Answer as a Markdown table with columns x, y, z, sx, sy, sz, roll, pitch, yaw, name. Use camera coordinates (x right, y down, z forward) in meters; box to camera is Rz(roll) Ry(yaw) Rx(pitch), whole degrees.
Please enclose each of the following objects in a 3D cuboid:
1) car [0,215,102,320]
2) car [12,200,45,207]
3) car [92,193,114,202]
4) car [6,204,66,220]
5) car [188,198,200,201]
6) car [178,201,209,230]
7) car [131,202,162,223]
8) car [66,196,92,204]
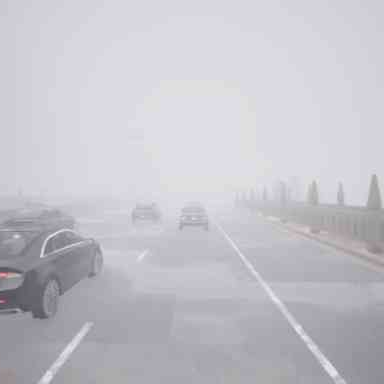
| x | y | z | sx | sy | sz | roll | pitch | yaw | name |
| --- | --- | --- | --- | --- | --- | --- | --- | --- | --- |
| -3.401 | 1.492 | 7.314 | 2.128 | 1.511 | 4.902 | 0 | 0 | 0 | car |
| -14.076 | 1.492 | 28.654 | 2.128 | 1.511 | 4.902 | 0 | 0 | 0 | car |
| -15.733 | 1.276 | 59.084 | 2.150 | 2.045 | 5.566 | 0 | 0 | 11 | car |
| -6.899 | 1.505 | 15.531 | 1.837 | 1.490 | 4.892 | 0 | 0 | 0 | car |
| 0.235 | 1.527 | 42.540 | 1.812 | 1.442 | 4.674 | 0 | 0 | 2 | car |
| 0.102 | 1.548 | 21.312 | 2.033 | 1.411 | 5.357 | 0 | 0 | 0 | car |
| -3.398 | 1.492 | 25.461 | 2.128 | 1.511 | 4.902 | 0 | 0 | 0 | car |
| -19.665 | 1.499 | 56.872 | 2.128 | 1.511 | 4.902 | 0 | 0 | 9 | car |
